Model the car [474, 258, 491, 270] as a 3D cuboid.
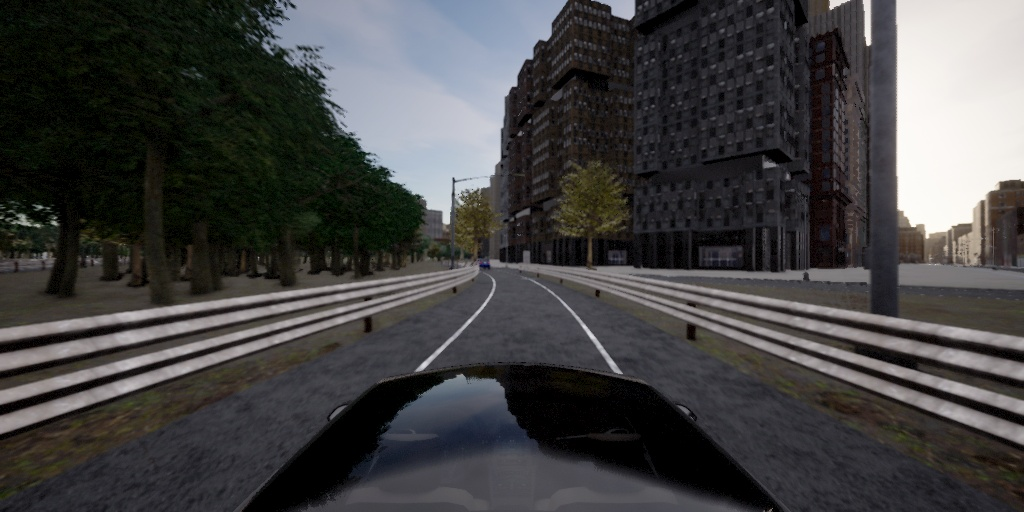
[{"bbox_3d":[-5.348,1.386,63.860,2.150,2.045,5.566,0,0,-17],"label":"car"}]
